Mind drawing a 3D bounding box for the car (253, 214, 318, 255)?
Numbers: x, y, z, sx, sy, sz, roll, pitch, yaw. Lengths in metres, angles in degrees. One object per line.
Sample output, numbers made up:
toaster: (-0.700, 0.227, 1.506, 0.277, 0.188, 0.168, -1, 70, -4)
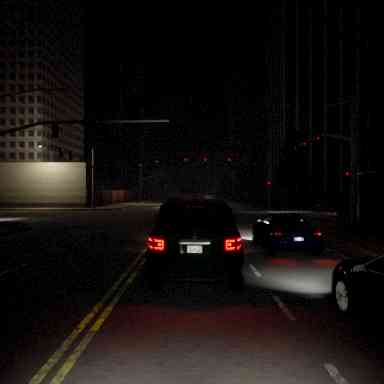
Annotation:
car: (3.644, 1.564, 13.267, 1.994, 1.385, 4.181, 0, 0, 1)

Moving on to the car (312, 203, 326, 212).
car: (15.835, 1.545, 36.622, 4.718, 1.301, 1.895, 0, 0, 0)

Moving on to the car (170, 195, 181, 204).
car: (-3.169, 1.478, 65.164, 1.882, 1.535, 5.008, 0, 0, 1)

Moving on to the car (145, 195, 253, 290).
car: (0.094, 1.221, 9.226, 2.150, 2.045, 5.566, 0, 0, 1)

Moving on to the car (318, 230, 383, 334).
car: (3.622, 1.505, 4.590, 1.837, 1.490, 4.892, 0, 0, 0)

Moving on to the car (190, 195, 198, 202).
car: (0.419, 1.358, 73.879, 1.837, 1.490, 4.892, 0, 0, 0)

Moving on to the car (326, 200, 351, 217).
car: (14.803, 1.545, 29.356, 4.718, 1.301, 1.895, 0, 0, 0)

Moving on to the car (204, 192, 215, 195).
car: (3.919, 1.083, 73.889, 2.150, 2.045, 5.566, 0, 0, 0)

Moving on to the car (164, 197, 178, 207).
car: (-3.295, 1.505, 52.712, 1.837, 1.490, 4.892, 0, 0, 0)
